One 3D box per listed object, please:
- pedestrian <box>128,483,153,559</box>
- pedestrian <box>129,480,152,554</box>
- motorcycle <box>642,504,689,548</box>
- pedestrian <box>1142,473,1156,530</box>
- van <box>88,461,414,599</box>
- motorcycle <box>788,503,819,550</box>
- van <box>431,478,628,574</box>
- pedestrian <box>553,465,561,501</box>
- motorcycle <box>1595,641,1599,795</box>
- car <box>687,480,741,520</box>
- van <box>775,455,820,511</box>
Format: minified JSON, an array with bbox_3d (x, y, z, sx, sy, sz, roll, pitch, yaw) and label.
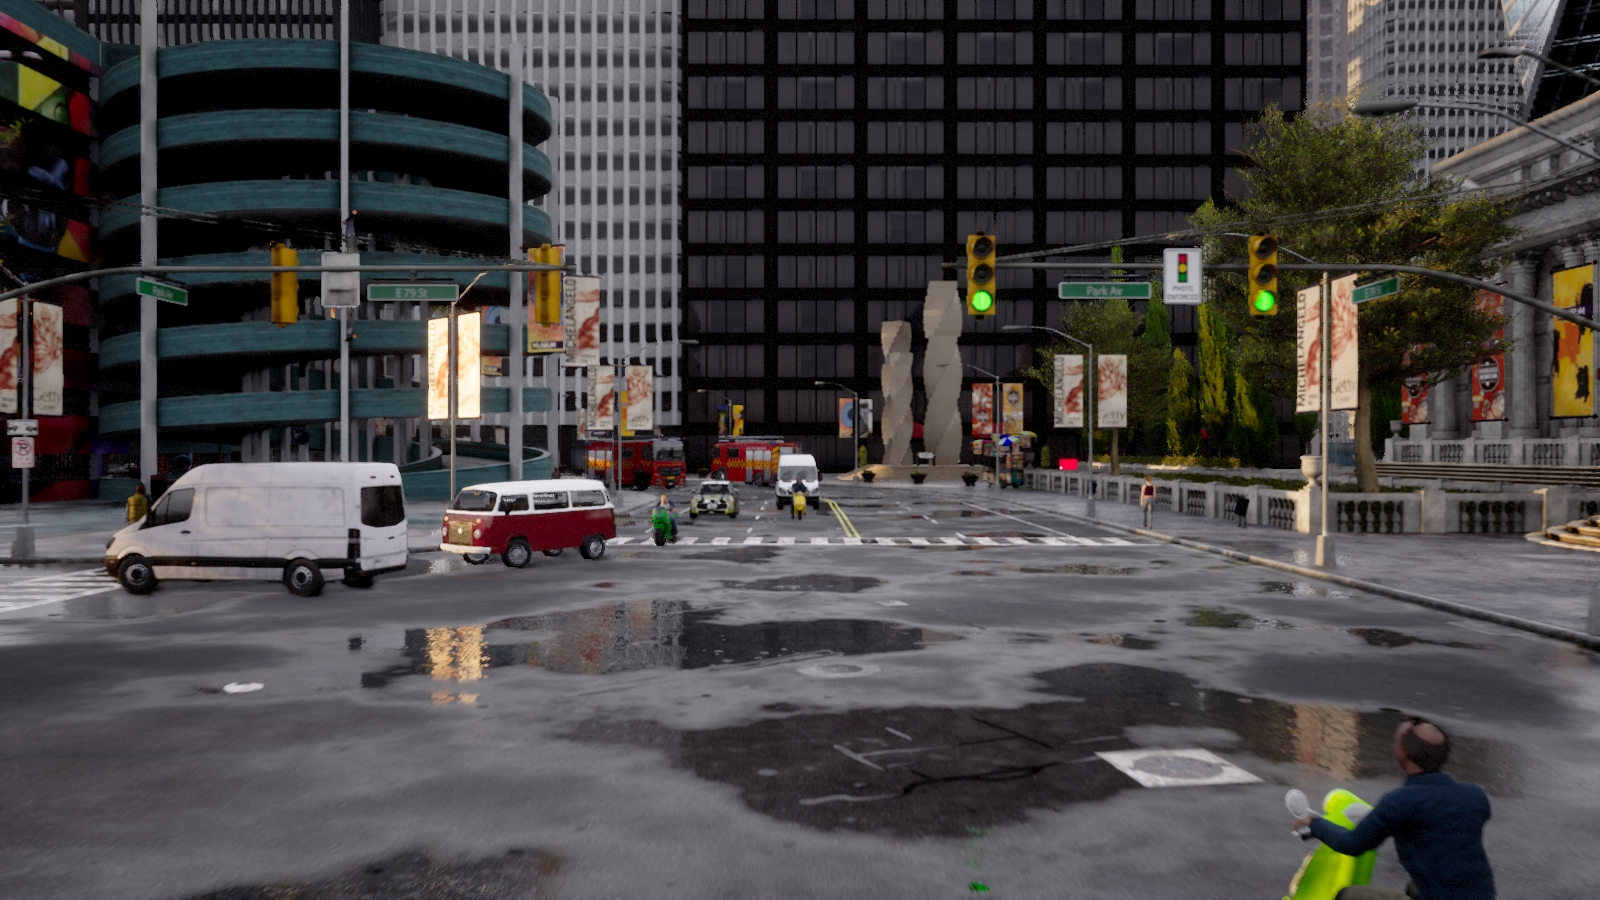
[{"bbox_3d":[-16.230,1.743,28.128,0.375,1.860,0.375,0,0,5],"label":"pedestrian"},{"bbox_3d":[-16.775,1.693,29.078,0.375,1.860,0.375,0,0,34],"label":"pedestrian"},{"bbox_3d":[-3.943,2.208,33.614,0.803,1.145,2.033,-2,0,9],"label":"motorcycle"},{"bbox_3d":[11.560,1.691,37.874,0.375,1.860,0.375,0,0,7],"label":"pedestrian"},{"bbox_3d":[-11.052,1.532,23.122,5.915,2.561,1.988,0,0,11],"label":"van"},{"bbox_3d":[0.100,2.178,32.753,0.856,1.236,1.805,0,0,0],"label":"motorcycle"},{"bbox_3d":[-6.631,1.777,28.411,2.069,2.038,4.480,1,0,36],"label":"van"},{"bbox_3d":[-12.598,1.688,59.152,0.375,1.860,0.375,0,0,-9],"label":"pedestrian"},{"bbox_3d":[6.995,2.204,8.329,0.867,1.251,2.209,0,0,0],"label":"motorcycle"},{"bbox_3d":[-3.545,2.058,47.754,1.970,1.475,3.806,0,0,0],"label":"car"},{"bbox_3d":[-0.158,1.527,55.706,1.988,2.561,5.915,0,0,-2],"label":"van"}]
